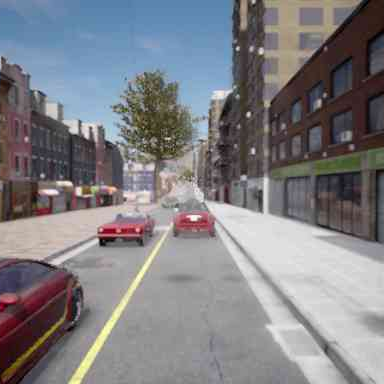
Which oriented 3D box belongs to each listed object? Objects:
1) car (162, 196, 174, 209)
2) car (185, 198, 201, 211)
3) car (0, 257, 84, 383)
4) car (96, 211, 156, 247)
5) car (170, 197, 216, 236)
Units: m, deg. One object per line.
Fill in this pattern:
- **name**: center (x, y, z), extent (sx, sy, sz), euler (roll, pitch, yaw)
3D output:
- **car**: center (-2.824, 1.387, 45.175), extent (2.097, 1.767, 4.553), euler (0, 0, 0)
- **car**: center (0.107, 1.511, 40.734), extent (1.837, 1.490, 4.892), euler (0, 0, 0)
- **car**: center (-2.840, 1.552, 4.017), extent (1.994, 1.385, 4.181), euler (0, 0, 0)
- **car**: center (-2.810, 1.564, 15.090), extent (1.895, 1.301, 4.718), euler (0, 0, 1)
- **car**: center (0.104, 1.309, 18.034), extent (2.097, 1.767, 4.553), euler (0, 0, 0)
